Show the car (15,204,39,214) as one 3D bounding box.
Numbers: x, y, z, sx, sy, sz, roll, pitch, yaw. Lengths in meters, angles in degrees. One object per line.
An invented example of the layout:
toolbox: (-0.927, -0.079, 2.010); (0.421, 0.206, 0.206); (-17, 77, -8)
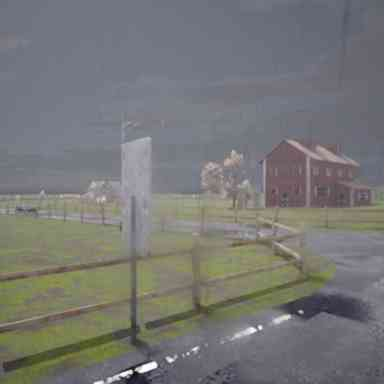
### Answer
car: (-23.633, 2.355, 47.479); (2.033, 1.411, 5.357); (0, -1, -44)
